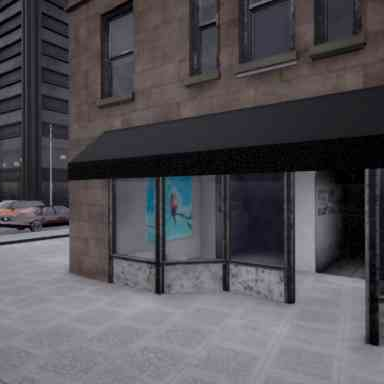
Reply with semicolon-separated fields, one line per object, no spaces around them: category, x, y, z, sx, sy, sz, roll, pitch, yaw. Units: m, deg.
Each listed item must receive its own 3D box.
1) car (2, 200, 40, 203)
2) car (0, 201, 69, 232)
car;-11.345;1.308;21.002;2.097;1.767;4.553;0;0;35
car;-8.427;1.489;19.754;2.033;1.411;5.357;0;0;35
